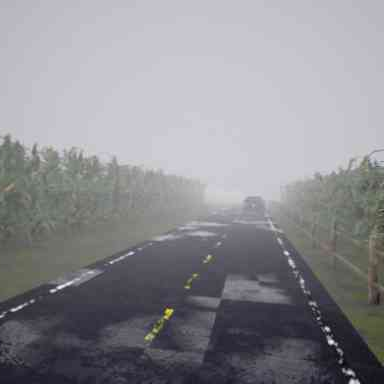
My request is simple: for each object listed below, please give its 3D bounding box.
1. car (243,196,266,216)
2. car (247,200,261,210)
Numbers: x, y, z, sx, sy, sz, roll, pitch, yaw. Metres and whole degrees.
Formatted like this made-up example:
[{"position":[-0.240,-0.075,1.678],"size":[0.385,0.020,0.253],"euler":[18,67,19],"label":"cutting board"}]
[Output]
[{"position":[6.561,1.425,35.187],"size":[2.150,2.045,5.566],"euler":[2,0,11],"label":"car"},{"position":[9.088,1.856,48.580],"size":[1.994,1.385,4.181],"euler":[2,0,11],"label":"car"}]
